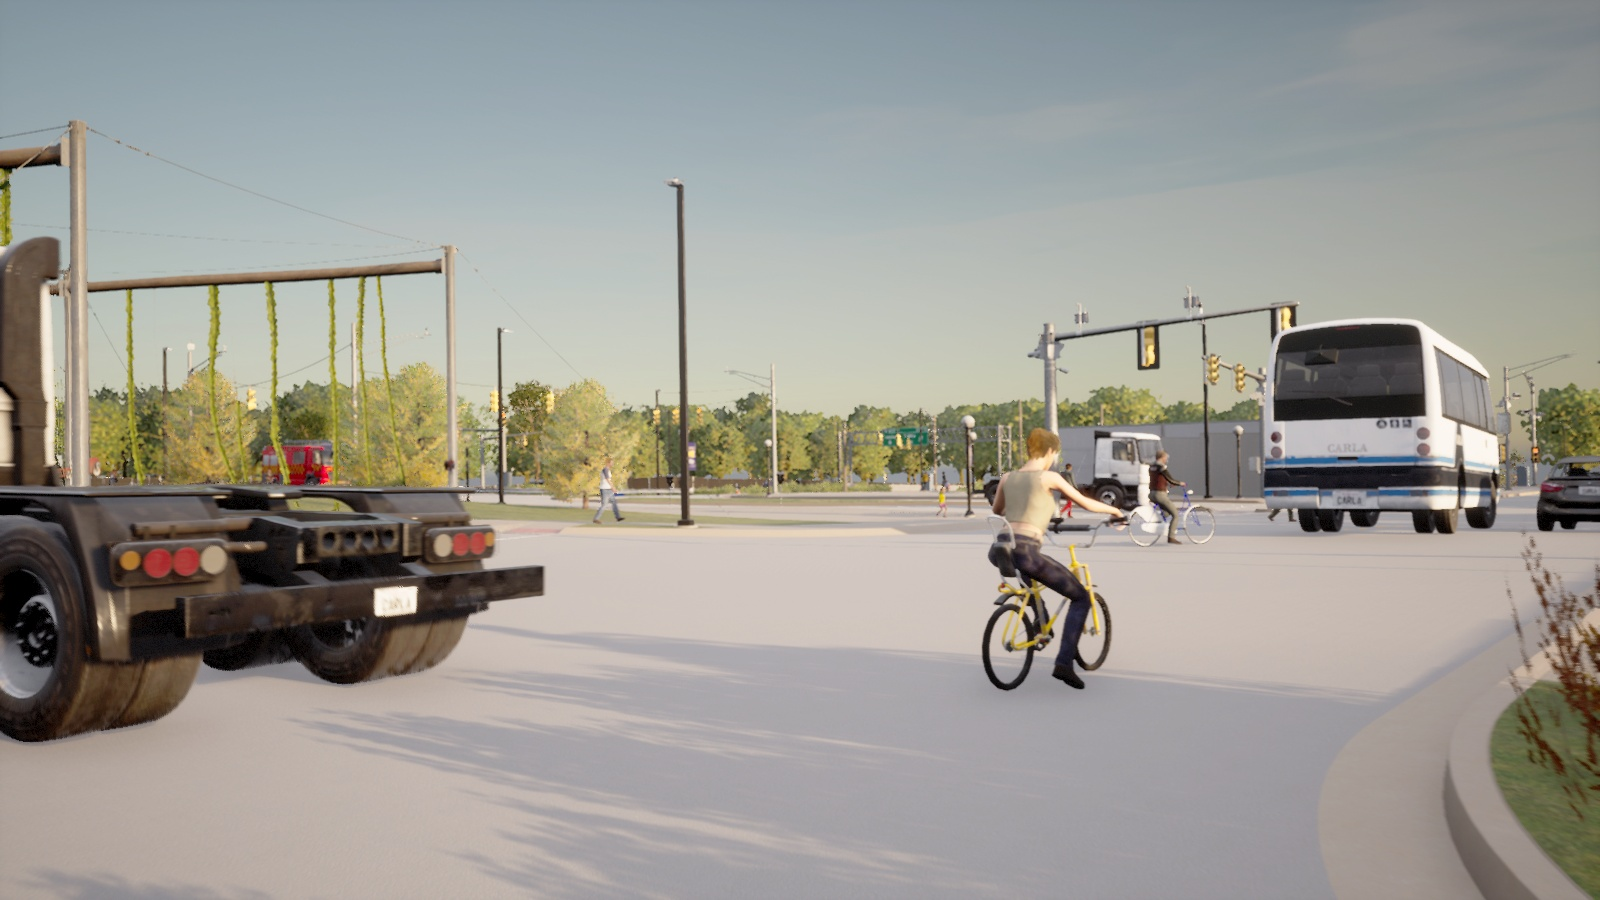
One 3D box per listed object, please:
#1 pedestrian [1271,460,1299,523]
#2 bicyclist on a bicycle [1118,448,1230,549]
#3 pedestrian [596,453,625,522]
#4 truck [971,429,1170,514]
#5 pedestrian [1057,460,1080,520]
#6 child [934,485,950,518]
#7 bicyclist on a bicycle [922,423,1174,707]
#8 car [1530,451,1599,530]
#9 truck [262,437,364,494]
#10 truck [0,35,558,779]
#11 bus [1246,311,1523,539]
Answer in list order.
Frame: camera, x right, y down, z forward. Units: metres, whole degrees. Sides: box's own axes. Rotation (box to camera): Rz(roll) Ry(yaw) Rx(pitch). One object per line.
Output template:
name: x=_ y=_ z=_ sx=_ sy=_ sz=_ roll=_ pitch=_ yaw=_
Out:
pedestrian: x=14.378 y=1.223 z=37.219 sx=0.703 sy=1.840 sz=0.431 roll=-1 pitch=-1 yaw=26
bicyclist on a bicycle: x=6.889 y=0.882 z=23.131 sx=1.843 sy=1.776 sz=0.659 roll=-1 pitch=-1 yaw=-15
pedestrian: x=-5.107 y=1.018 z=33.810 sx=0.706 sy=1.836 sz=0.354 roll=-1 pitch=-1 yaw=-1
truck: x=11.657 y=0.883 z=54.520 sx=7.936 sy=3.462 sz=2.891 roll=0 pitch=-1 yaw=35
pedestrian: x=8.403 y=1.236 z=39.280 sx=0.614 sy=1.847 sz=0.353 roll=0 pitch=-1 yaw=-35
child: x=5.122 y=1.865 z=45.318 sx=0.473 sy=1.160 sz=0.299 roll=-2 pitch=-1 yaw=37
bicyclist on a bicycle: x=1.602 y=0.665 z=7.993 sx=0.866 sy=1.612 sz=1.509 roll=-2 pitch=-1 yaw=44
car: x=18.106 y=0.935 z=28.174 sx=2.242 sy=1.667 sz=4.611 roll=-2 pitch=-3 yaw=40
truck: x=-34.503 y=1.103 z=88.773 sx=8.468 sy=3.827 sz=2.891 roll=0 pitch=-1 yaw=39
truck: x=-5.812 y=-0.180 z=9.023 sx=7.936 sy=3.462 sz=2.891 roll=0 pitch=-1 yaw=29
bus: x=13.687 y=-0.274 z=28.702 sx=3.944 sy=4.253 sz=10.273 roll=-1 pitch=-3 yaw=35
